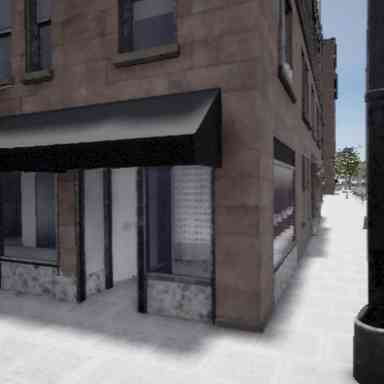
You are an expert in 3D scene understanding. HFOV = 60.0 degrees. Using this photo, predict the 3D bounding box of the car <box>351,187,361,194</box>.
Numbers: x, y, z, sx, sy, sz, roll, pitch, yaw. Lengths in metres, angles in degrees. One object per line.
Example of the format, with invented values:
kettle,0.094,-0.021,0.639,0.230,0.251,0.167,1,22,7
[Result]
car,39.418,-0.449,79.889,1.967,1.590,4.097,0,1,24

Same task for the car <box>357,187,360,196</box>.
car,26.185,0.350,49.643,2.008,1.369,4.403,0,1,24

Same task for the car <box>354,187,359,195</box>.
car,30.597,0.151,59.727,1.802,1.307,4.206,0,1,24

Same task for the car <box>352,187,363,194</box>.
car,37.213,-0.334,74.848,1.967,1.590,4.097,0,1,24

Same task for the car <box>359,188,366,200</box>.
car,23.979,0.458,44.603,1.887,1.381,4.507,0,1,24
